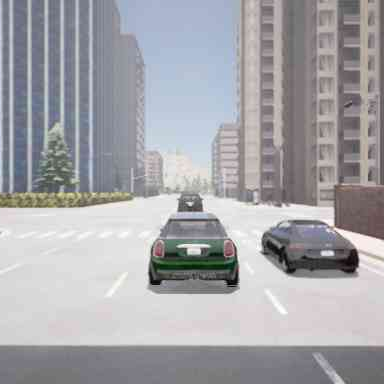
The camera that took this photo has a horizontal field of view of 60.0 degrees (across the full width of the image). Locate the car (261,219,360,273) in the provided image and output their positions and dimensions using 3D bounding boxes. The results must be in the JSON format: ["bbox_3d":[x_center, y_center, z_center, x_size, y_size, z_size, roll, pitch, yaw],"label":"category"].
[{"bbox_3d":[3.509,1.552,10.628,1.994,1.385,4.181,0,0,0],"label":"car"}]

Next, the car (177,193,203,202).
[{"bbox_3d":[-0.158,1.141,29.751,2.150,2.045,5.566,0,0,0],"label":"car"}]

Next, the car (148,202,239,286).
[{"bbox_3d":[0.026,1.343,9.523,2.097,1.767,4.553,0,0,0],"label":"car"}]
